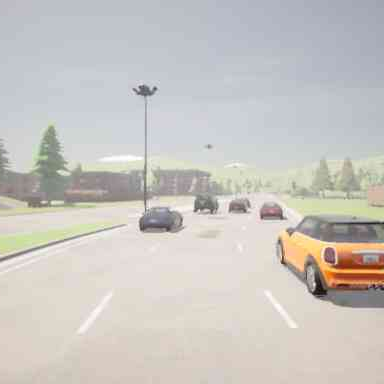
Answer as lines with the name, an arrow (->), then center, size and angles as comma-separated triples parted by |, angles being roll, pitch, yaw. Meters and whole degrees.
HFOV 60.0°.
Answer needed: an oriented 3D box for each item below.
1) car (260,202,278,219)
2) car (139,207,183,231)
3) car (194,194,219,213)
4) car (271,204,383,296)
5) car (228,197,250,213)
car -> 7.077, 1.608, 29.811 | 1.994, 1.385, 4.181 | 0, 0, 12
car -> -1.848, 1.608, 20.843 | 1.994, 1.385, 4.181 | 0, 0, 10
car -> 1.673, 1.293, 38.056 | 2.150, 2.045, 5.566 | 0, 0, 12
car -> 3.684, 1.362, 8.799 | 2.097, 1.767, 4.553 | 0, 0, 3
car -> 5.330, 1.542, 38.359 | 1.882, 1.535, 5.008 | 0, 0, 12
